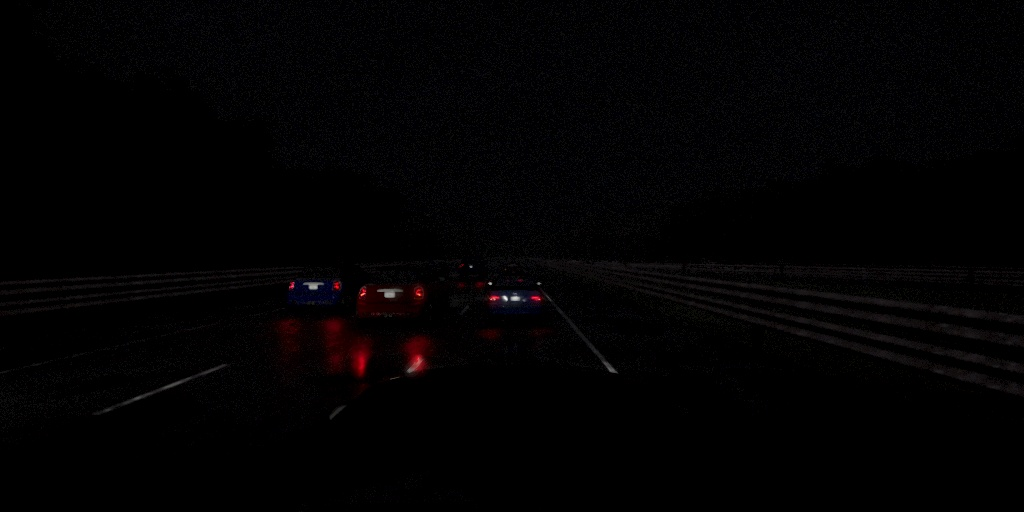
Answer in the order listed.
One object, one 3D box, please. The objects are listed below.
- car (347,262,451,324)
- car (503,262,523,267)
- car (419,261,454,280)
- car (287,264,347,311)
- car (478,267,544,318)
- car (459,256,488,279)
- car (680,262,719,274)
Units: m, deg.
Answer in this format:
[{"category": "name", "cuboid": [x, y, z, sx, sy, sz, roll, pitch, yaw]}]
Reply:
[{"category": "car", "cuboid": [-3.398, 1.103, 12.112, 2.097, 1.767, 4.553, 0, 0, 0]}, {"category": "car", "cuboid": [0.106, 1.300, 34.228, 1.812, 1.442, 4.674, 0, 0, 0]}, {"category": "car", "cuboid": [-6.886, 1.256, 33.176, 2.128, 1.511, 4.902, 1, 0, 0]}, {"category": "car", "cuboid": [-6.895, 1.104, 14.559, 2.097, 1.767, 4.553, 0, 0, 0]}, {"category": "car", "cuboid": [0.102, 1.299, 13.012, 2.033, 1.411, 5.357, 0, 0, 0]}, {"category": "car", "cuboid": [-3.397, 0.993, 32.463, 2.150, 2.045, 5.566, 0, 0, 0]}, {"category": "car", "cuboid": [22.881, 1.452, 44.007, 2.163, 1.488, 4.792, 0, 0, -20]}]
